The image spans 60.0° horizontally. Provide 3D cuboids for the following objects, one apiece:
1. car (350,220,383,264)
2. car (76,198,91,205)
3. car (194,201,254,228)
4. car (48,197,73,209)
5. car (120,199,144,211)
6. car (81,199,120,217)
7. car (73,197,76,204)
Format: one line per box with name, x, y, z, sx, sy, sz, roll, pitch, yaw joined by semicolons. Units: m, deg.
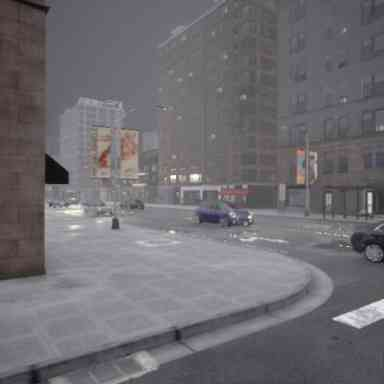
car;7.365;1.556;10.009;1.837;1.490;4.892;0;0;-36
car;-13.470;1.630;44.825;2.128;1.511;4.902;0;0;-35
car;2.127;1.433;22.924;2.097;1.767;4.553;0;0;-36
car;-18.898;1.474;46.906;2.128;1.511;4.902;0;0;-36
car;-7.870;1.638;42.831;1.837;1.490;4.892;0;-1;-36
car;-9.240;1.703;33.236;1.895;1.301;4.718;0;0;-35
car;-23.304;1.752;64.378;2.033;1.411;5.357;0;0;-33
